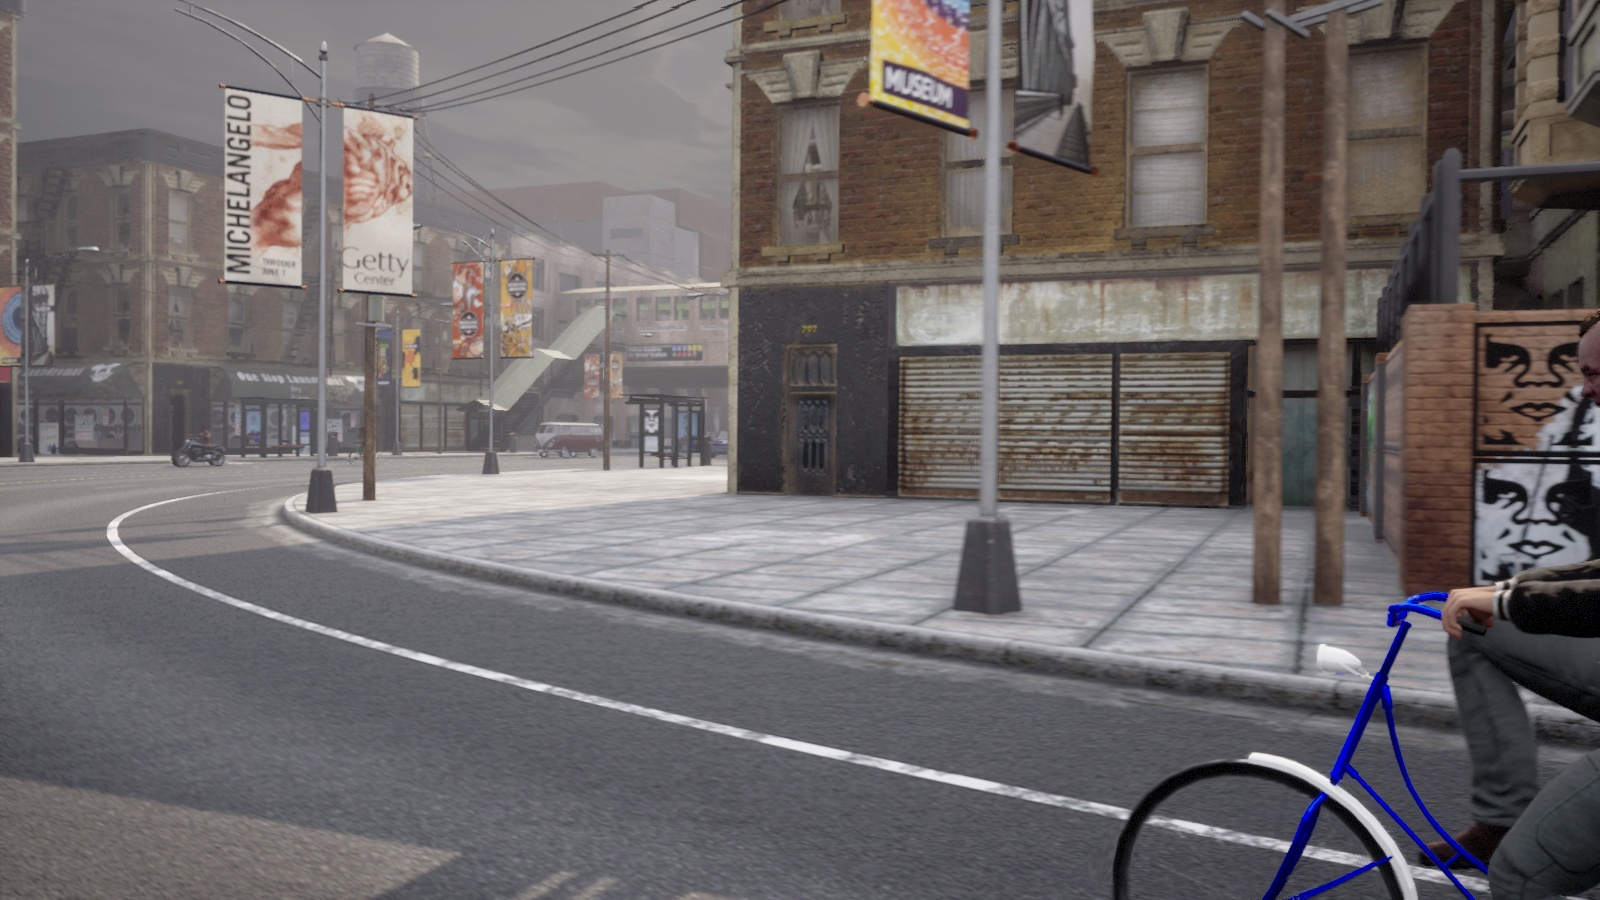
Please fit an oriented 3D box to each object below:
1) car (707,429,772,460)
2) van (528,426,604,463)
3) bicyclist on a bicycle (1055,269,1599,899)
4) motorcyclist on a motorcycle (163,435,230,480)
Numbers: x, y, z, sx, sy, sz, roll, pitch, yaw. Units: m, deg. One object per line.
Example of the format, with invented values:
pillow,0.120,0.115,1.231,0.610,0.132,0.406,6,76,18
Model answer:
car,-3.576,-0.352,74.928,2.097,1.767,4.553,0,1,23
van,-13.019,-0.315,70.180,1.775,1.987,4.442,0,1,28
bicyclist on a bicycle,1.536,0.555,2.651,1.843,1.776,0.659,0,1,35
motorcyclist on a motorcycle,-22.730,0.263,47.368,0.766,1.649,2.350,0,1,21
